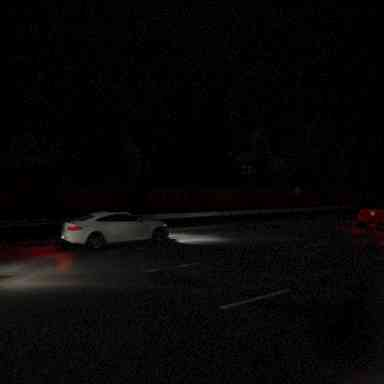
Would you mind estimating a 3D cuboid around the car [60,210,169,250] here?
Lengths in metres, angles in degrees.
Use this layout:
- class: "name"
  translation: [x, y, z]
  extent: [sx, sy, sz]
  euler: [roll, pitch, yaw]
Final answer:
- class: "car"
  translation: [-3.206, 1.526, 14.389]
  extent: [4.674, 1.442, 1.812]
  euler: [0, 0, -36]

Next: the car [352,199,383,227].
- class: "car"
  translation: [12.797, 1.353, 21.660]
  extent: [4.553, 1.767, 2.097]
  euler: [0, 0, -36]

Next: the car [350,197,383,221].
- class: "car"
  translation: [15.523, 1.353, 27.964]
  extent: [4.553, 1.767, 2.097]
  euler: [0, 0, -36]
